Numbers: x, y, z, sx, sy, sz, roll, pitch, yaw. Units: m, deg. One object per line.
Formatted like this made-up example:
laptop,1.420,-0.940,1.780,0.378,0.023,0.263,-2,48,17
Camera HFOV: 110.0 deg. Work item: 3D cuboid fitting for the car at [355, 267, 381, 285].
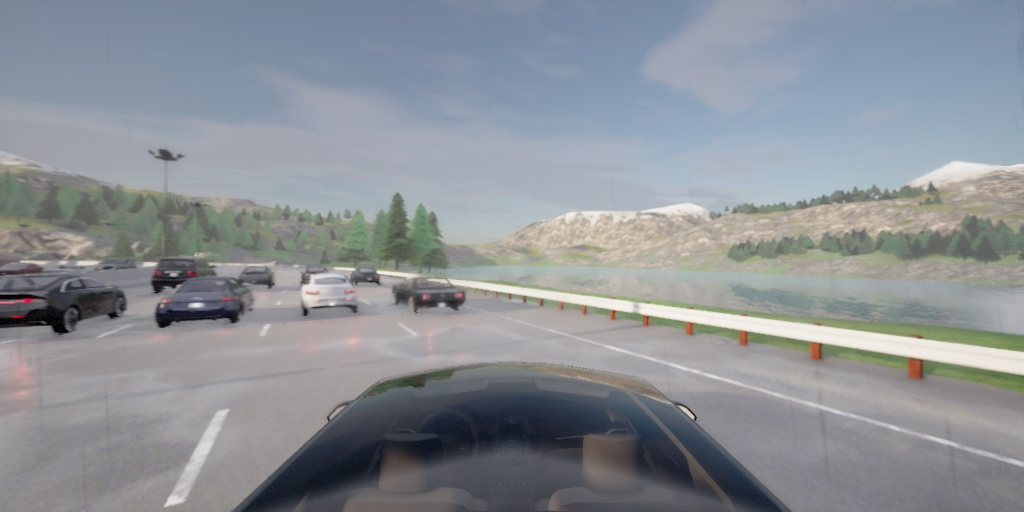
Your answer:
car,-11.867,1.575,29.008,1.812,1.442,4.674,1,-1,-30

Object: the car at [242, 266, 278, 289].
car,-17.559,1.453,24.865,2.128,1.511,4.902,1,-1,-30

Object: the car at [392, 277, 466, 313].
car,-3.629,1.508,14.927,1.895,1.301,4.718,1,-1,-30

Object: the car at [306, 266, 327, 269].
car,-14.539,1.494,26.632,2.128,1.511,4.902,1,-1,-30

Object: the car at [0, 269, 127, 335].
car,-12.995,1.282,10.156,2.128,1.511,4.902,1,-1,-30

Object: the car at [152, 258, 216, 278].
car,-20.044,1.134,22.167,2.150,2.045,5.566,1,-1,-30

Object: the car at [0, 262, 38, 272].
car,-48.750,1.405,35.551,1.882,1.535,5.008,1,-1,-34

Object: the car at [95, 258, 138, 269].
car,-42.271,1.225,38.457,2.150,2.045,5.566,1,-1,-34

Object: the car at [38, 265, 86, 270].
car,-45.108,1.561,36.404,1.895,1.301,4.718,1,-1,-34

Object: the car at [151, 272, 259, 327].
car,-10.030,1.396,12.020,1.994,1.385,4.181,1,-1,-30

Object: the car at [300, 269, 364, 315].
car,-7.290,1.403,14.273,1.812,1.442,4.674,1,-1,-30
